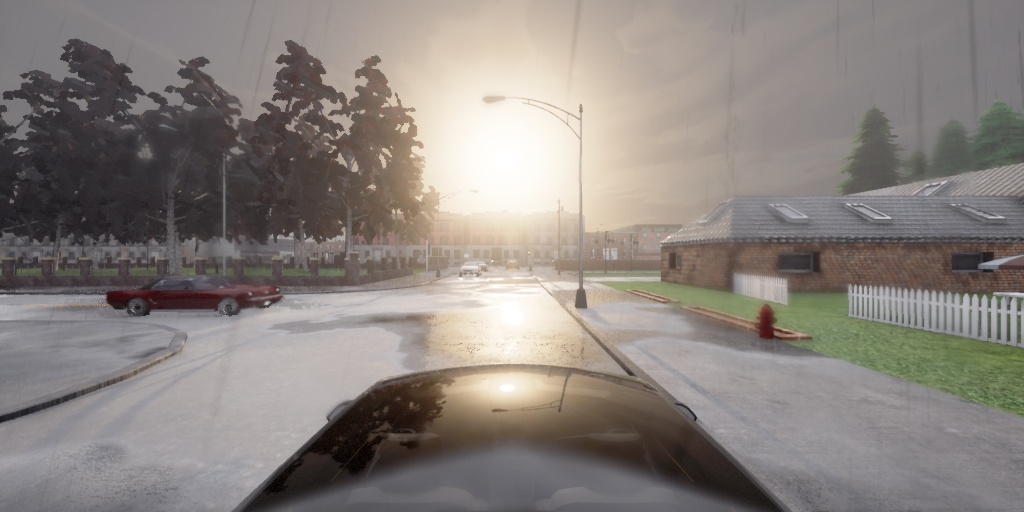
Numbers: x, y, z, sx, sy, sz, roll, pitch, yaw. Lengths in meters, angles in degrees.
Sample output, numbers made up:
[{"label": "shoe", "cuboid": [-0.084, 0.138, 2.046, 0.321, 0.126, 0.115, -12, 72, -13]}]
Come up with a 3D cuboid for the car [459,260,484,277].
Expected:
[{"label": "car", "cuboid": [-4.079, 1.276, 35.663, 1.812, 1.442, 4.674, 0, 0, 0]}]

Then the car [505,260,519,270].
[{"label": "car", "cuboid": [0.034, 1.276, 53.938, 1.812, 1.442, 4.674, 0, 0, -1]}]

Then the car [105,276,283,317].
[{"label": "car", "cuboid": [-10.871, 1.351, 12.582, 4.718, 1.301, 1.895, 0, 0, -2]}]

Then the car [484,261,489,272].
[{"label": "car", "cuboid": [-4.049, 1.276, 45.463, 1.812, 1.442, 4.674, 0, 0, 0]}]
